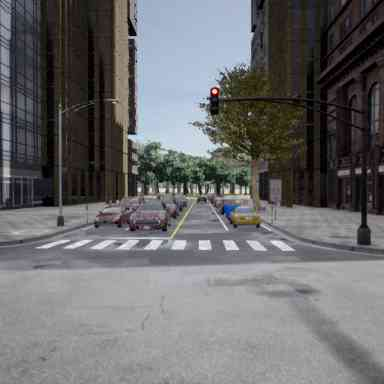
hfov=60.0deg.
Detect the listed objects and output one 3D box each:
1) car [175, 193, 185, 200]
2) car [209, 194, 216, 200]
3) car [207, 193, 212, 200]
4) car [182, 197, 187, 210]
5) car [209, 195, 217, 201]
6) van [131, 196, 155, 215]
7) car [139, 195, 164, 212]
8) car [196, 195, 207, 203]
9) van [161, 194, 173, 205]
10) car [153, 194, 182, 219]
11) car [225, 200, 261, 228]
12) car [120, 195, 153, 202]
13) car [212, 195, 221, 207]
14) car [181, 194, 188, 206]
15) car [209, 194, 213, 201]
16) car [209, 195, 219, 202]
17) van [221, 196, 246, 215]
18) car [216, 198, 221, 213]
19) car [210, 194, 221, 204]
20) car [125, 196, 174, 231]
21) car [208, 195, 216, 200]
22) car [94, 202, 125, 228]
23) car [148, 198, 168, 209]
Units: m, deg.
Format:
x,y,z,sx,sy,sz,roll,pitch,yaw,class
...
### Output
x,y,z,sx,sy,sz,roll,pitch,yaw,class
-3.248,1.128,90.053,2.192,1.841,5.009,0,0,2,car
5.124,1.355,84.315,1.752,1.417,4.829,0,0,2,car
4.493,1.211,61.437,2.192,1.841,5.009,-1,0,2,car
-1.979,1.555,38.907,1.895,1.301,4.718,0,0,2,car
4.964,1.429,78.469,1.802,1.307,4.206,0,0,2,car
-4.812,1.306,33.279,1.690,1.788,3.998,-1,0,2,van
-4.655,1.269,38.957,2.192,1.841,5.009,-1,0,2,car
1.959,1.389,65.843,1.837,1.490,4.892,0,0,2,car
-4.186,1.252,55.989,1.690,1.788,3.998,0,0,2,van
-2.255,1.324,28.988,2.097,1.767,4.553,0,0,2,car
3.404,1.508,21.867,1.752,1.417,4.829,-1,0,2,car
-4.969,1.290,27.601,2.192,1.841,5.009,-1,0,2,car
4.030,1.466,44.577,1.752,1.417,4.829,-1,0,2,car
-1.654,1.433,49.236,1.837,1.490,4.892,0,0,3,car
4.338,1.462,55.761,2.008,1.369,4.403,-1,0,2,car
4.807,1.415,72.791,2.008,1.369,4.403,0,0,2,car
3.554,1.316,27.375,1.690,1.788,3.998,-1,0,2,van
3.713,1.531,33.053,1.947,1.339,4.313,-1,0,2,car
4.182,1.471,50.084,1.887,1.381,4.507,-1,0,2,car
-2.442,1.337,20.178,2.097,1.767,4.553,0,0,0,car
5.276,1.379,89.823,1.947,1.339,4.313,0,0,2,car
-5.122,1.565,21.923,1.802,1.307,4.206,-1,0,2,car
-4.497,1.491,44.635,2.008,1.369,4.403,-1,0,2,car
